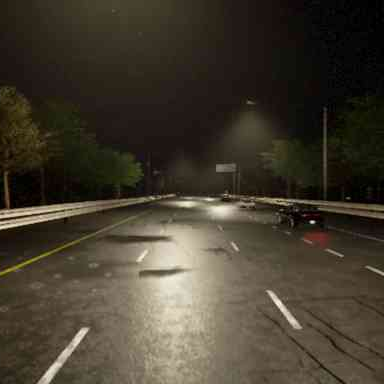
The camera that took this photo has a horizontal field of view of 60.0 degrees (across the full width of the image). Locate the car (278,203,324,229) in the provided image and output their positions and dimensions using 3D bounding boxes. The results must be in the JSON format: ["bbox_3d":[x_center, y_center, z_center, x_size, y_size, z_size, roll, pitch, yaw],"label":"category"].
[{"bbox_3d":[7.028,1.509,21.793,1.837,1.490,4.892,0,0,0],"label":"car"}]

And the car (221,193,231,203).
[{"bbox_3d":[7.292,1.567,72.098,2.128,1.511,4.902,0,0,0],"label":"car"}]

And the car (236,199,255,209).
[{"bbox_3d":[7.113,1.621,44.642,1.895,1.301,4.718,0,0,0],"label":"car"}]
